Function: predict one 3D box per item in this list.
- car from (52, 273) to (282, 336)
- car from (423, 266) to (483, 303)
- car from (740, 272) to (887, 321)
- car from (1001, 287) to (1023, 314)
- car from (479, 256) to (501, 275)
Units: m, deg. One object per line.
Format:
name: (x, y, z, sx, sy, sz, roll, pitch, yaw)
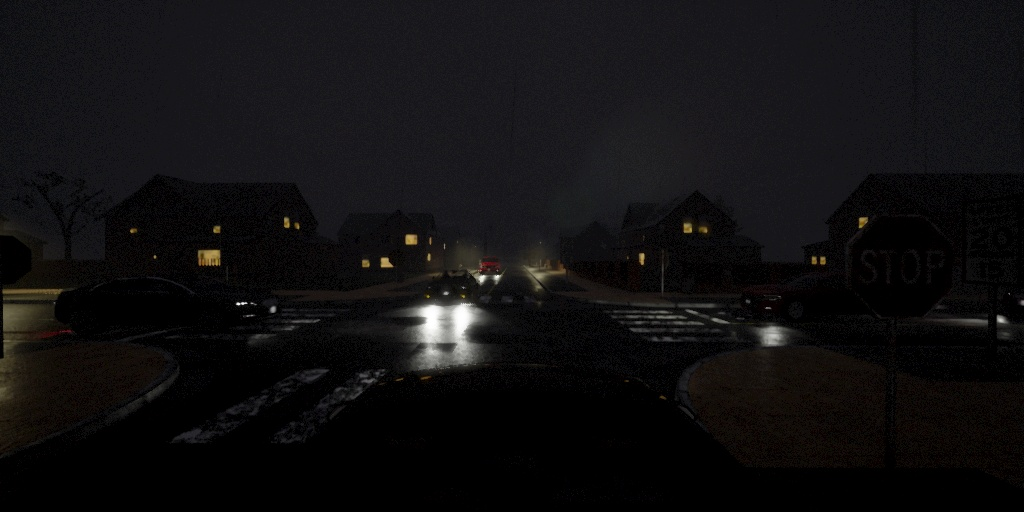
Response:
car: (-9.065, 1.212, 9.725, 4.902, 1.511, 2.128, 0, 0, -5)
car: (-2.650, 1.322, 16.397, 1.994, 1.385, 4.181, 0, 0, 0)
car: (10.538, 1.292, 12.265, 5.008, 1.535, 1.882, 0, 0, -1)
car: (20.018, 1.363, 12.266, 4.902, 1.511, 2.128, 0, 0, 0)
car: (-2.486, 1.082, 41.480, 2.150, 2.045, 5.566, 0, 1, 0)
